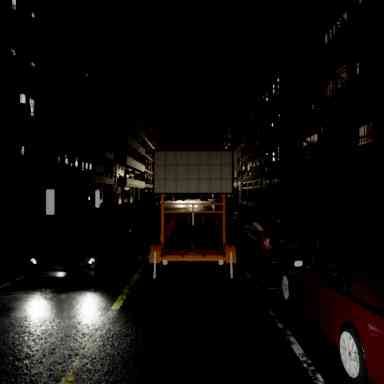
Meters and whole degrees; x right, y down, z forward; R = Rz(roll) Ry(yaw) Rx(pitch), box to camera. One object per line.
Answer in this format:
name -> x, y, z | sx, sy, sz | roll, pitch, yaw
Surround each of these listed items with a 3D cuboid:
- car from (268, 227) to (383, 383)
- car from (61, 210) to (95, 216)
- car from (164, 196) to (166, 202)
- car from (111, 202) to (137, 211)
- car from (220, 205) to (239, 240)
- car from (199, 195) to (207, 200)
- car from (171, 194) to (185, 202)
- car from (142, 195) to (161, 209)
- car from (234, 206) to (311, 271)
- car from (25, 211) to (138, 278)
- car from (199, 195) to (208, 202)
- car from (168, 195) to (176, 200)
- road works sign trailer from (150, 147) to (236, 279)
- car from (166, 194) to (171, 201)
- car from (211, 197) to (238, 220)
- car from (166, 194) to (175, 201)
car -> 2.703, 1.545, 5.221 | 1.887, 1.381, 4.507 | 0, 0, 0
car -> -5.653, 1.565, 16.515 | 1.947, 1.339, 4.313 | 0, 0, 0
car -> -5.577, 1.305, 50.335 | 2.192, 1.841, 5.009 | 0, 0, 0
car -> -5.628, 1.523, 27.618 | 1.752, 1.417, 4.829 | 0, 0, 0
car -> 2.728, 1.550, 16.493 | 2.008, 1.369, 4.403 | 0, 0, 0
car -> 2.890, 1.517, 89.766 | 1.887, 1.381, 4.507 | 0, 0, 0
car -> -2.834, 1.202, 75.018 | 2.150, 2.045, 5.566 | 0, 0, 0
car -> -5.591, 1.432, 44.698 | 1.967, 1.590, 4.097 | 0, 0, 0
car -> 2.716, 1.440, 10.858 | 1.967, 1.590, 4.097 | 0, 0, 0
car -> -3.076, 1.547, 10.448 | 2.033, 1.411, 5.357 | 0, 0, 0
car -> 2.865, 1.503, 78.664 | 1.752, 1.417, 4.829 | 0, 0, 0
car -> -5.491, 1.517, 89.789 | 1.887, 1.381, 4.507 | 0, 0, 0
road works sign trailer -> 0.037, 0.464, 10.013 | 2.380, 3.560, 2.880 | 0, 0, 0
car -> -5.515, 1.293, 78.516 | 2.192, 1.841, 5.009 | 0, 0, 0
car -> 2.754, 1.312, 27.766 | 2.192, 1.841, 5.009 | 0, 0, 0
car -> -5.503, 1.415, 84.152 | 1.967, 1.590, 4.097 | 0, 0, 0
